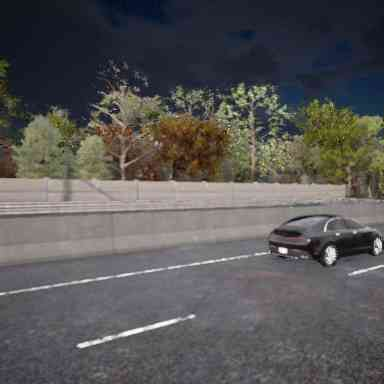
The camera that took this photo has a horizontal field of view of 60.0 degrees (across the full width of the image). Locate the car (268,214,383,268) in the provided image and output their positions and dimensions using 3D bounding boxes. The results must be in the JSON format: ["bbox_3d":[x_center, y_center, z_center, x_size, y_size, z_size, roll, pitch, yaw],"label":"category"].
[{"bbox_3d":[4.707,1.513,11.401,4.892,1.490,1.837,0,0,-35],"label":"car"}]

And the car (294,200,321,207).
[{"bbox_3d":[14.407,1.653,39.948,4.718,1.301,1.895,0,0,-35],"label":"car"}]

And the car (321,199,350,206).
[{"bbox_3d":[17.180,1.564,37.618,4.892,1.490,1.837,1,0,-35],"label":"car"}]

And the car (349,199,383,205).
[{"bbox_3d":[18.764,1.560,34.454,4.892,1.490,1.837,1,0,-35],"label":"car"}]
